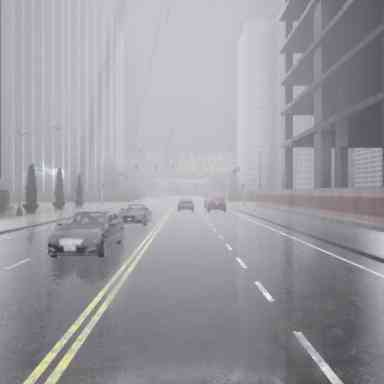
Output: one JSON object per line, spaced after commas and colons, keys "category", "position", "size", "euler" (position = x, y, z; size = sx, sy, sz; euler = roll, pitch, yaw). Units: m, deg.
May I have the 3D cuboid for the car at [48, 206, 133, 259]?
{"category": "car", "position": [-3.831, 1.492, 12.746], "size": [2.128, 1.511, 4.902], "euler": [0, 0, -1]}

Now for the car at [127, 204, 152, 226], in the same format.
{"category": "car", "position": [-3.968, 1.564, 23.275], "size": [1.994, 1.385, 4.181], "euler": [0, 0, 1]}

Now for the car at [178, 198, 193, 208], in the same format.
{"category": "car", "position": [-0.949, 1.564, 48.488], "size": [1.994, 1.385, 4.181], "euler": [0, 0, -1]}

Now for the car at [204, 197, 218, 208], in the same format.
{"category": "car", "position": [2.734, 1.505, 48.345], "size": [1.837, 1.490, 4.892], "euler": [0, 0, 2]}

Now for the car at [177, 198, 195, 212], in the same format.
{"category": "car", "position": [-0.726, 1.491, 39.462], "size": [2.128, 1.511, 4.902], "euler": [0, 0, -1]}

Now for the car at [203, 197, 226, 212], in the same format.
{"category": "car", "position": [2.780, 1.352, 39.141], "size": [2.097, 1.767, 4.553], "euler": [0, 0, -1]}
